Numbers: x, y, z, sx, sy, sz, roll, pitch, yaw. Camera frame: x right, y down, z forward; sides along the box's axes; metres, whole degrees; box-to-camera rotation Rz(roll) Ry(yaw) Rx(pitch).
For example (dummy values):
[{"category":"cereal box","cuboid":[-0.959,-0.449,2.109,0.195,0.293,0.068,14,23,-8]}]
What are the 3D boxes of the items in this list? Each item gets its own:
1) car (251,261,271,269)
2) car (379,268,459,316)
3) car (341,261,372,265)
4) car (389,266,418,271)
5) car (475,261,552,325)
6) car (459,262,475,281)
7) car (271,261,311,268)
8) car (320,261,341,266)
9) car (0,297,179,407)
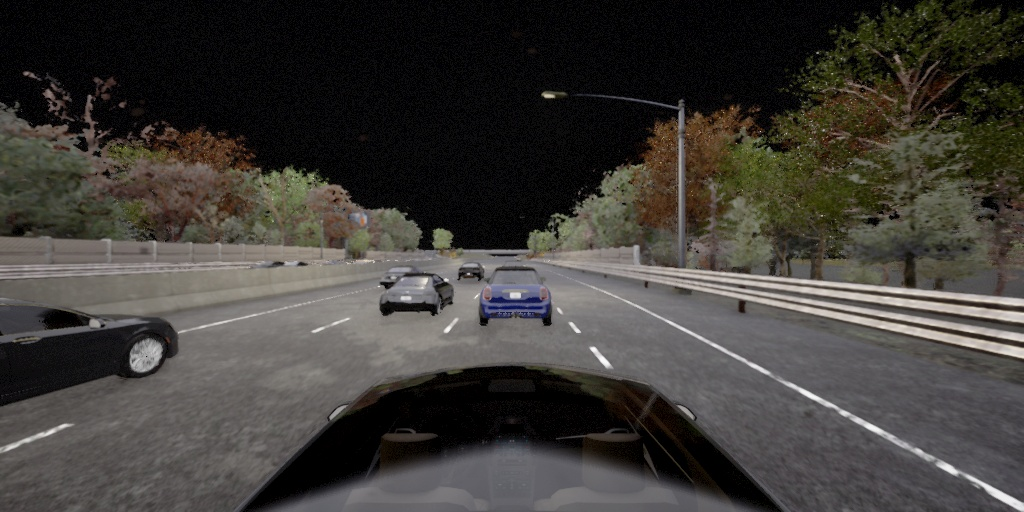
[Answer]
[{"category":"car","cuboid":[-28.082,1.324,41.695,1.837,1.490,4.892,0,-1,0]},{"category":"car","cuboid":[-3.401,1.328,13.524,1.994,1.385,4.181,0,0,0]},{"category":"car","cuboid":[-17.586,1.295,42.004,1.882,1.535,5.008,0,0,0]},{"category":"car","cuboid":[-6.900,1.327,23.348,2.033,1.411,5.357,0,0,0]},{"category":"car","cuboid":[0.099,1.114,12.036,2.097,1.767,4.553,0,0,0]},{"category":"car","cuboid":[-3.400,1.271,30.642,1.882,1.535,5.008,0,0,0]},{"category":"car","cuboid":[-24.589,1.340,40.609,1.812,1.442,4.674,0,0,0]},{"category":"car","cuboid":[-21.084,1.310,42.397,2.128,1.511,4.902,0,0,0]},{"category":"car","cuboid":[-6.900,1.257,4.412,1.837,1.490,4.892,0,0,0]}]
